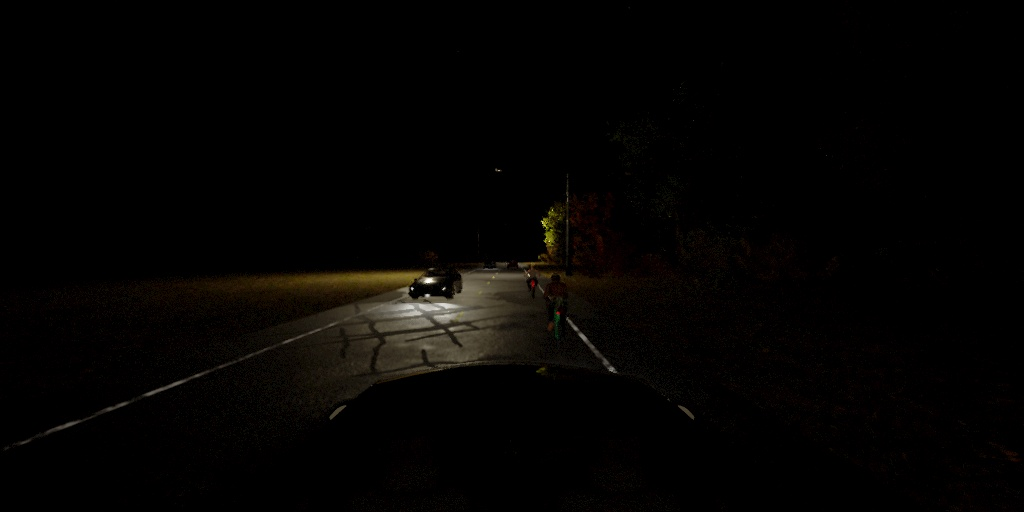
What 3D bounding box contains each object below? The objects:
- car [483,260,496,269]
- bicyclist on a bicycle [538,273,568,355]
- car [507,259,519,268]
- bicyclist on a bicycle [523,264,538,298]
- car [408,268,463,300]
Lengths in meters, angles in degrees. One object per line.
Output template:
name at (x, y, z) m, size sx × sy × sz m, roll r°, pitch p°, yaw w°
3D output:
car at (-3.562, 1.312, 58.241) m, size 2.033 × 1.411 × 5.357 m, roll 0°, pitch 0°, yaw 0°
bicyclist on a bicycle at (0.964, 1.204, 7.754) m, size 0.582 × 1.620 × 1.656 m, roll 0°, pitch 0°, yaw 0°
car at (0.116, 1.313, 60.003) m, size 2.033 × 1.411 × 5.357 m, roll 0°, pitch 0°, yaw 0°
bicyclist on a bicycle at (0.992, 1.190, 17.392) m, size 0.866 × 1.612 × 1.509 m, roll 0°, pitch 0°, yaw 0°
car at (-3.597, 1.301, 17.916) m, size 2.033 × 1.411 × 5.357 m, roll 0°, pitch 0°, yaw 0°
